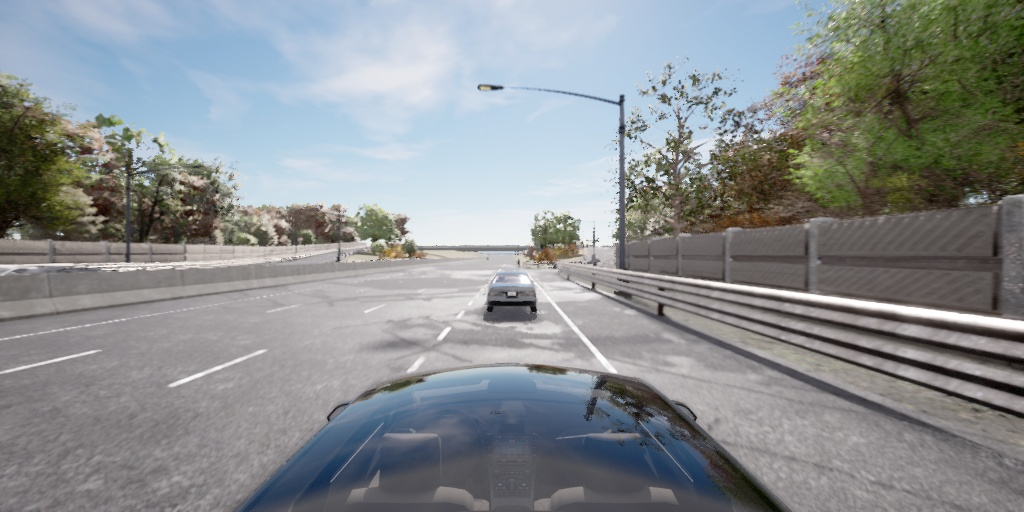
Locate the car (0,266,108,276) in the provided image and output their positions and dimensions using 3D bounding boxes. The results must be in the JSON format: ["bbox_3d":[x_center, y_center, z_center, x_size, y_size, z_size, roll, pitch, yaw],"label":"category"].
[{"bbox_3d":[-21.092,1.329,17.317,1.994,1.385,4.181,0,0,0],"label":"car"}]

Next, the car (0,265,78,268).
[{"bbox_3d":[-24.586,1.274,19.353,1.837,1.490,4.892,0,-1,0],"label":"car"}]

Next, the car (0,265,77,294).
[{"bbox_3d":[-28.080,1.293,20.071,1.812,1.442,4.674,0,0,0],"label":"car"}]

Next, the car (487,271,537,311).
[{"bbox_3d":[-0.004,1.309,14.490,2.033,1.411,5.357,0,0,0],"label":"car"}]
